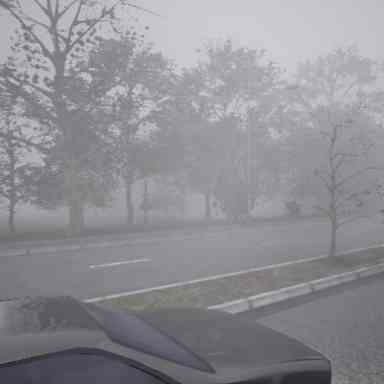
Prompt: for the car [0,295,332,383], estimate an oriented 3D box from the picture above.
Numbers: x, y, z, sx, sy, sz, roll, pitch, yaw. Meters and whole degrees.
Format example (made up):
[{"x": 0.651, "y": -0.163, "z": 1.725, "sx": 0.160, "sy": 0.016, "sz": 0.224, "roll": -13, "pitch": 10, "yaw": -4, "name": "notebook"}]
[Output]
[{"x": -1.240, "y": 1.549, "z": 2.247, "sx": 5.357, "sy": 1.411, "sz": 2.033, "roll": 0, "pitch": 0, "yaw": -35, "name": "car"}]
